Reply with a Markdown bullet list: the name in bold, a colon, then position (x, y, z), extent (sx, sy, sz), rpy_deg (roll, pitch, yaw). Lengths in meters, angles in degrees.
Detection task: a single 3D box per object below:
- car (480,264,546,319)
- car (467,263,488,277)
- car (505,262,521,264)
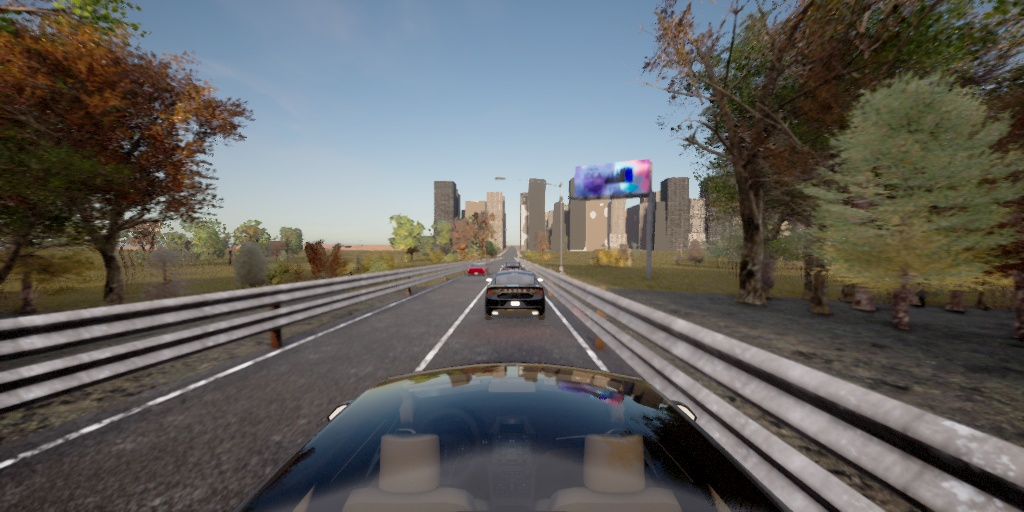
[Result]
- **car**: position (0.094, 1.223, 12.803), extent (1.882, 1.535, 5.008), rpy_deg (0, 0, 0)
- **car**: position (-3.319, 1.338, 35.656), extent (1.895, 1.301, 4.718), rpy_deg (0, 0, 0)
- **car**: position (0.081, 1.243, 32.452), extent (1.837, 1.490, 4.892), rpy_deg (0, 0, 0)
